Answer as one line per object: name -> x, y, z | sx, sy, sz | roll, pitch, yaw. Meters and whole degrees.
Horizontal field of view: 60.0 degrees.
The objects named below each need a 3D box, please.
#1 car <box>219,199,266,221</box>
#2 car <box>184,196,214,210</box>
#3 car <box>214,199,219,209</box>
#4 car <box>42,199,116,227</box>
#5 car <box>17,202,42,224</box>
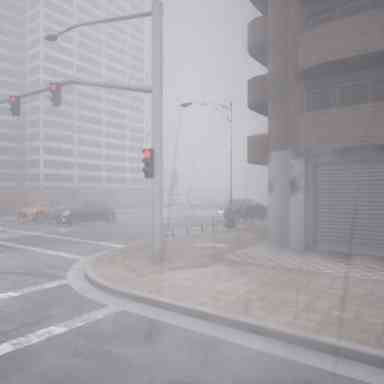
car -> 4.553, 1.340, 27.690 | 2.097, 1.767, 4.553 | 0, 0, 35
car -> 1.601, 1.454, 41.962 | 1.882, 1.535, 5.008 | 0, 0, 36
car -> 4.886, 1.544, 40.537 | 1.994, 1.385, 4.181 | 0, 0, 36
car -> -7.531, 1.333, 23.063 | 2.097, 1.767, 4.553 | 0, 0, 35
car -> -10.531, 1.329, 24.883 | 2.097, 1.767, 4.553 | 0, 0, 35
